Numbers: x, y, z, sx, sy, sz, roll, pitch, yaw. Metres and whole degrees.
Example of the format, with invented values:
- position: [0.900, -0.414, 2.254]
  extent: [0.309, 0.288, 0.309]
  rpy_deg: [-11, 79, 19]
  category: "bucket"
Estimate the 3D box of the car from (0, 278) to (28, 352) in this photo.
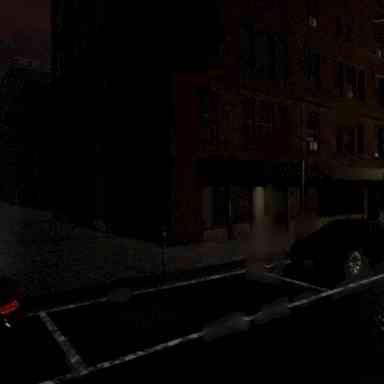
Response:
- position: [-4.117, 1.593, 3.594]
  extent: [4.206, 1.307, 1.802]
  rpy_deg: [-1, 0, -36]
  category: "car"

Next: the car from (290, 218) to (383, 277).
- position: [4.829, 1.491, 9.999]
  extent: [4.313, 1.339, 1.947]
  rpy_deg: [-1, 0, -36]
  category: "car"
